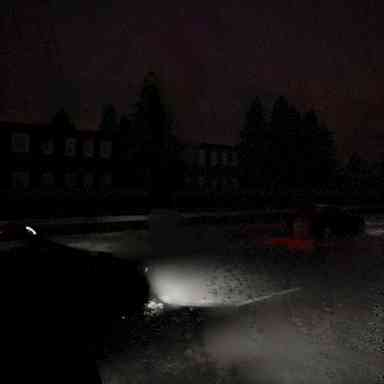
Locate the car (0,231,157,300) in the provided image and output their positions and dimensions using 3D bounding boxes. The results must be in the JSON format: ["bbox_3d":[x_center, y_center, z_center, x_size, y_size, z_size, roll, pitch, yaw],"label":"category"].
[{"bbox_3d":[-2.749,1.566,6.084,4.181,1.385,1.994,0,0,-36],"label":"car"}]

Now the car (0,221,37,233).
[{"bbox_3d":[-7.628,1.353,11.203,4.553,1.767,2.097,0,0,-36],"label":"car"}]

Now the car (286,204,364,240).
[{"bbox_3d":[7.054,1.507,17.379,5.008,1.535,1.882,0,0,-36],"label":"car"}]

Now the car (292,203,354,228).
[{"bbox_3d":[9.213,1.564,23.237,4.674,1.442,1.812,0,0,-36],"label":"car"}]

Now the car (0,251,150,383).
[{"bbox_3d":[-2.909,1.489,1.671,4.902,1.511,2.128,0,0,-36],"label":"car"}]
